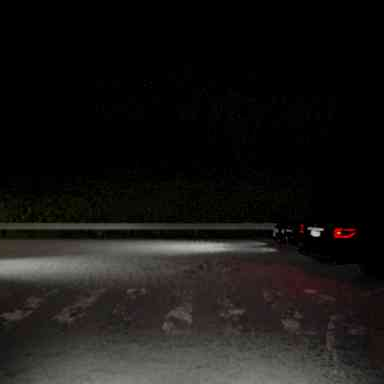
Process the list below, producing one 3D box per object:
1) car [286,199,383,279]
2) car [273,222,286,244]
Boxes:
[{"bbox_3d":[5.942,1.245,10.129,5.566,2.045,2.150,0,-2,-20],"label":"car"},{"bbox_3d":[5.895,1.522,13.844,4.902,1.511,2.128,0,0,0],"label":"car"}]
